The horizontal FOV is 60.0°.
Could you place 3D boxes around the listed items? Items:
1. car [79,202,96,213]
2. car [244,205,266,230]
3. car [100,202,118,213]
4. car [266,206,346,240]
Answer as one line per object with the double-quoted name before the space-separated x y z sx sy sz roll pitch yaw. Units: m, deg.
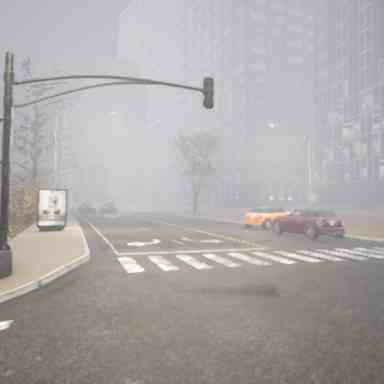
"car" -15.748 2.277 49.945 2.097 1.767 4.553 2 -2 -23
"car" 6.253 1.846 25.648 4.553 1.767 2.097 -1 0 -33
"car" -12.763 2.366 51.226 2.097 1.767 4.553 2 -2 -23
"car" 6.778 1.764 19.842 2.097 1.767 4.553 2 -2 -21
